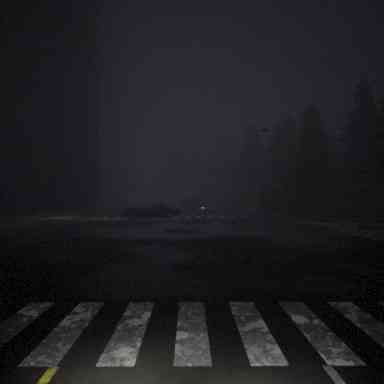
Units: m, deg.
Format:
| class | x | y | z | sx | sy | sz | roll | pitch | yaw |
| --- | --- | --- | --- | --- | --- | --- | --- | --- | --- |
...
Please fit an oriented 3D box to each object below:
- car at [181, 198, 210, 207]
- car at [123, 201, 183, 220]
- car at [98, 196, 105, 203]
| class | x | y | z | sx | sy | sz | roll | pitch | yaw |
| --- | --- | --- | --- | --- | --- | --- | --- | --- | --- |
| car | 0.415 | 1.559 | 50.128 | 2.033 | 1.411 | 5.357 | 0 | 0 | -38 |
| car | -3.314 | 1.604 | 27.680 | 4.718 | 1.301 | 1.895 | 0 | 0 | -3 |
| car | -19.976 | 1.484 | 68.362 | 4.892 | 1.490 | 1.837 | 0 | 0 | 30 |
